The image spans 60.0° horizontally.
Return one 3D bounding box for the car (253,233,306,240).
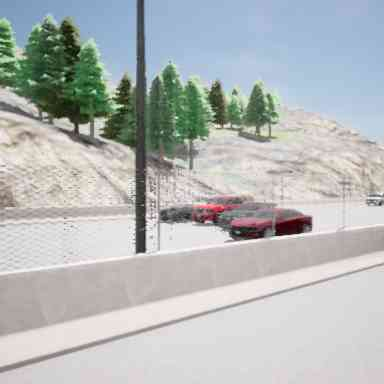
[{"bbox_3d":[3.924,1.492,16.100,5.008,1.535,1.882,0,0,-40],"label":"car"}]
